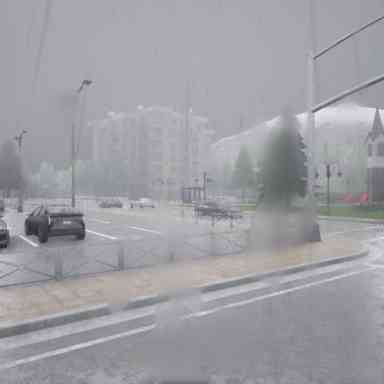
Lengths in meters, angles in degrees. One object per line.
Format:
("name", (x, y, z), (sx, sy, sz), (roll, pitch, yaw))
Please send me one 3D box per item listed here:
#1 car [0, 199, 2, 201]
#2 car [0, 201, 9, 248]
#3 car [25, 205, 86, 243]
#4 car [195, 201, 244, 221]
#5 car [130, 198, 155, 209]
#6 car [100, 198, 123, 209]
("car", (-21.592, 1.374, 36.423), (1.845, 1.501, 3.633), (0, 0, -36))
("car", (-8.870, 1.331, 13.436), (2.152, 1.636, 5.027), (0, 0, -36))
("car", (-6.356, 1.340, 15.313), (2.007, 1.523, 4.514), (0, 0, -36))
("car", (2.197, 1.504, 27.483), (1.837, 1.490, 4.892), (0, 0, -36))
("car", (-6.816, 1.526, 45.805), (1.812, 1.442, 4.674), (0, 0, -36))
("car", (-10.993, 1.564, 45.532), (1.994, 1.385, 4.181), (0, 0, -36))
